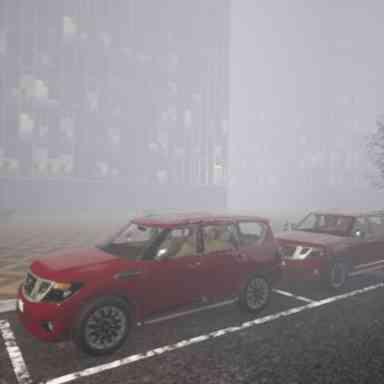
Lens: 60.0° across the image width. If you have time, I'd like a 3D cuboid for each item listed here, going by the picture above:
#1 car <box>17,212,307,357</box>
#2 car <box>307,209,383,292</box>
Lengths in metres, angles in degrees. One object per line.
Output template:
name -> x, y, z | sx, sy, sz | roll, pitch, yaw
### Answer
car -> -0.400, 1.354, 6.255 | 5.009, 1.841, 2.192 | 1, 0, -35
car -> 4.214, 1.439, 9.510 | 5.009, 1.841, 2.192 | 1, 0, -35
